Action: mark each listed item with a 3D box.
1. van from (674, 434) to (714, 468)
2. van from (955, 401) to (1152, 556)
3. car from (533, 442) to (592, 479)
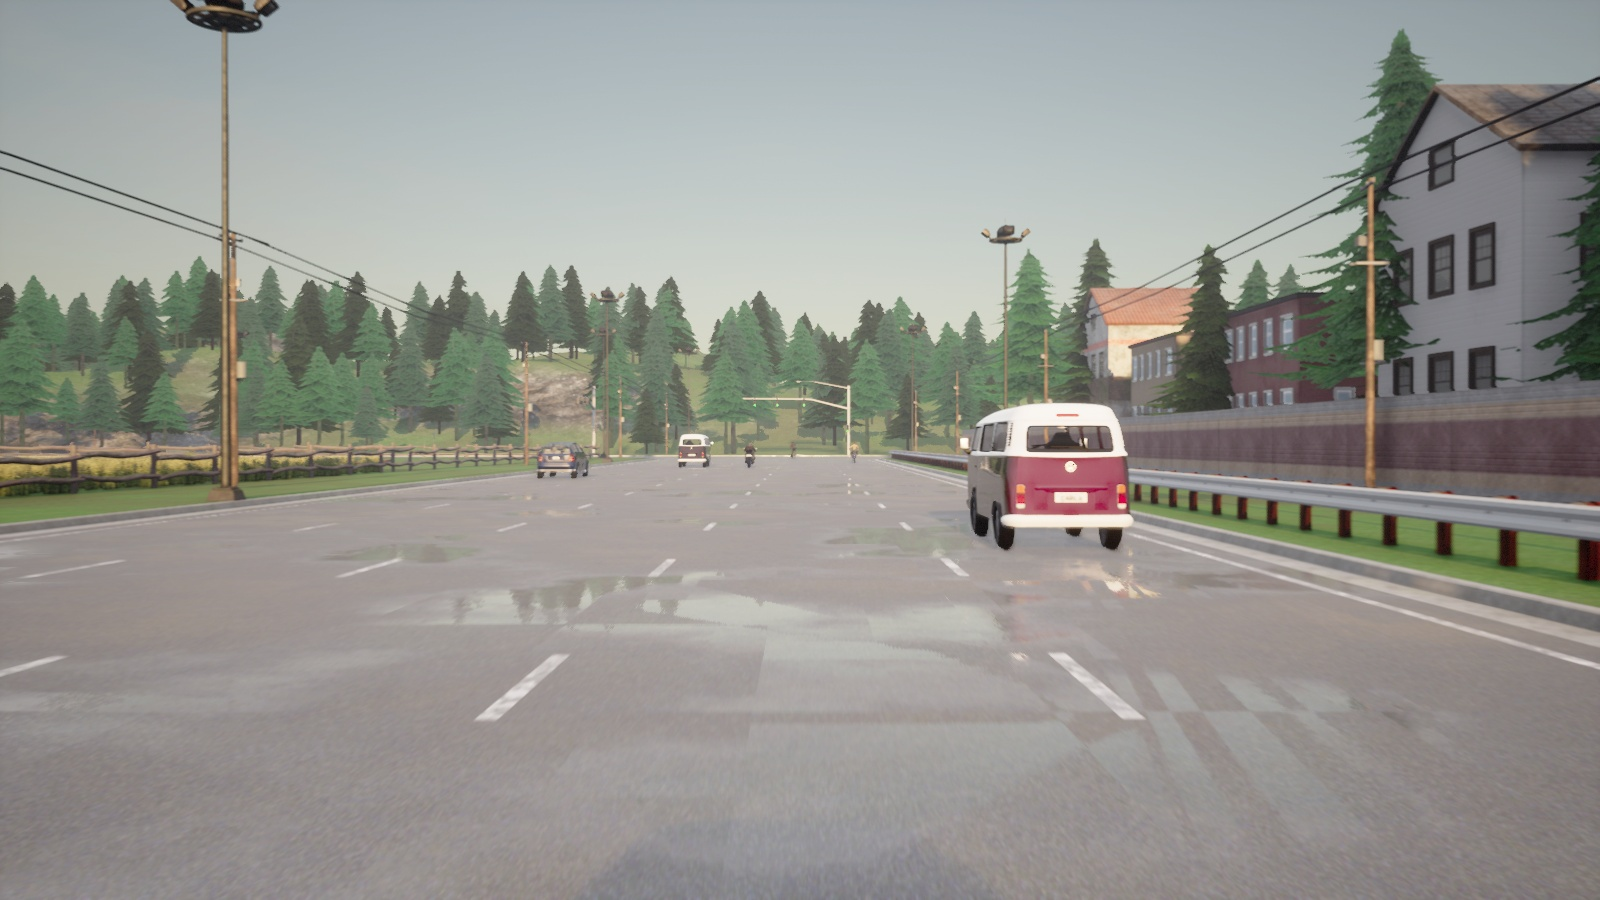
[{"bbox_3d":[-6.544,0.027,78.022,2.069,2.038,4.480,0,0,0],"label":"van"},{"bbox_3d":[3.622,0.367,18.798,2.069,2.038,4.480,0,0,0],"label":"van"},{"bbox_3d":[-10.180,0.413,54.073,1.789,1.549,3.705,0,0,0],"label":"car"}]
